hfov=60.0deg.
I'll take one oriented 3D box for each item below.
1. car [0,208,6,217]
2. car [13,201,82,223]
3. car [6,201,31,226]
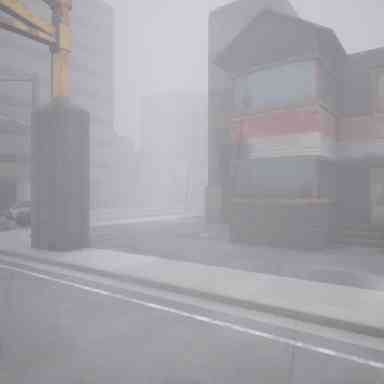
[{"bbox_3d":[-12.868,1.295,25.424,4.536,1.218,1.853,0,0,-30],"label":"car"},{"bbox_3d":[-9.697,1.295,22.775,1.853,1.218,4.536,0,0,15],"label":"car"},{"bbox_3d":[-9.710,1.453,22.725,2.038,1.542,4.974,0,0,15],"label":"car"}]
